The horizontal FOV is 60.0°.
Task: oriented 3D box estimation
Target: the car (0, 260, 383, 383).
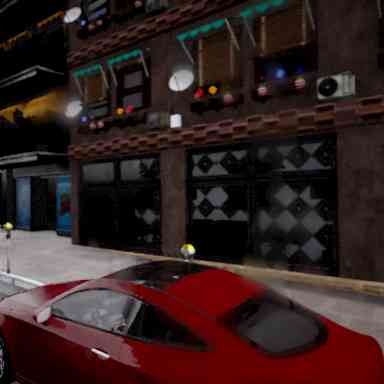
[{"bbox_3d":[-0.484,1.512,3.627,4.674,1.442,1.812,0,0,35],"label":"car"}]
